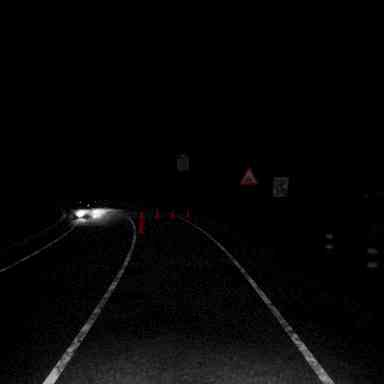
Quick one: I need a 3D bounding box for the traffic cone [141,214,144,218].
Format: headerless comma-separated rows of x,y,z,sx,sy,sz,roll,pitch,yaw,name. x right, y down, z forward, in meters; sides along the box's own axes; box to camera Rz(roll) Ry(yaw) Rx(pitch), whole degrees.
-2.690,1.609,17.730,0.340,0.580,0.340,-1,2,-8,traffic cone

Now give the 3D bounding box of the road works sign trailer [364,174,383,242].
7.389,0.813,10.801,2.380,2.880,3.560,43,2,-1,road works sign trailer

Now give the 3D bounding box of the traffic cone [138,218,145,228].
-2.416,1.661,15.749,0.340,0.580,0.340,-1,2,-8,traffic cone

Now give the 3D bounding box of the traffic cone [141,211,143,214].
-2.964,1.557,19.710,0.340,0.580,0.340,-1,2,-8,traffic cone

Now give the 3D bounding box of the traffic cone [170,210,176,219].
-1.265,1.453,21.954,0.340,0.580,0.340,-1,2,-7,traffic cone

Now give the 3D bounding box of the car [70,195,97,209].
-11.197,1.012,34.302,1.895,1.301,4.718,-4,2,-30,car
